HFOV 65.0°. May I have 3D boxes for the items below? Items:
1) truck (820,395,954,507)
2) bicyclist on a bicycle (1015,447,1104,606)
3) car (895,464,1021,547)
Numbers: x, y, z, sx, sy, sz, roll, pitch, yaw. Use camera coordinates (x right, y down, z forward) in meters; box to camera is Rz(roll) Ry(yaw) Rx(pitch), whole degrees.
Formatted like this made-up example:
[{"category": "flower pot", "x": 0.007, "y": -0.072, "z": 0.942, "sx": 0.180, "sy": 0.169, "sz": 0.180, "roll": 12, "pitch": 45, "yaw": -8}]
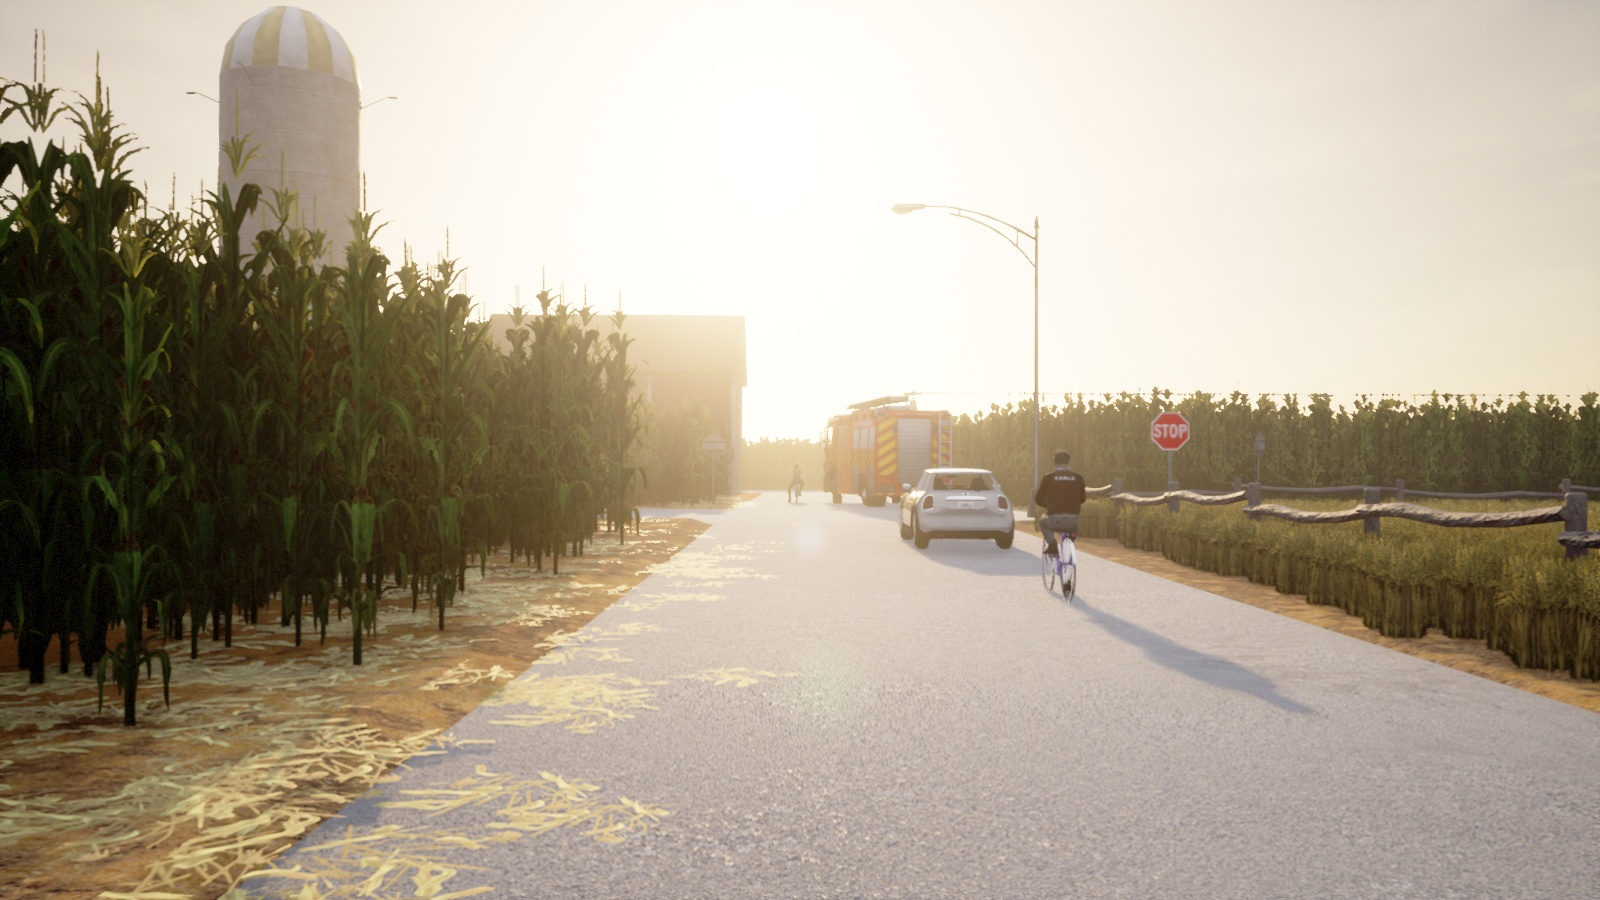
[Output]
[{"category": "truck", "x": 3.069, "y": 0.107, "z": 47.206, "sx": 2.891, "sy": 3.827, "sz": 8.468, "roll": 0, "pitch": -1, "yaw": -11}, {"category": "bicyclist on a bicycle", "x": 3.060, "y": 0.861, "z": 14.970, "sx": 0.659, "sy": 1.776, "sz": 1.843, "roll": 0, "pitch": 0, "yaw": 0}, {"category": "car", "x": 3.023, "y": 1.034, "z": 24.837, "sx": 1.970, "sy": 1.475, "sz": 3.806, "roll": 0, "pitch": 0, "yaw": -1}]
